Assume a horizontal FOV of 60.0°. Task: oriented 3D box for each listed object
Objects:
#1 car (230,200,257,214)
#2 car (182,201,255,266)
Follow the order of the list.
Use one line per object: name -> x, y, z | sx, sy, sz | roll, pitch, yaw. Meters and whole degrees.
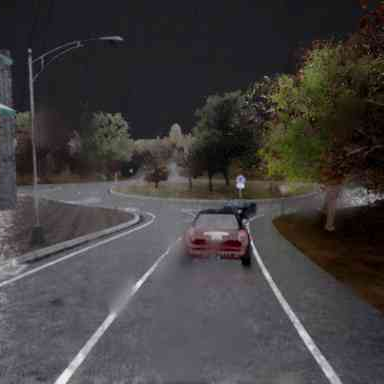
car -> 3.805, 1.261, 26.427 | 1.895, 1.301, 4.718 | 2, 5, 24
car -> 0.933, 1.373, 11.964 | 2.097, 1.767, 4.553 | 1, 0, 6
